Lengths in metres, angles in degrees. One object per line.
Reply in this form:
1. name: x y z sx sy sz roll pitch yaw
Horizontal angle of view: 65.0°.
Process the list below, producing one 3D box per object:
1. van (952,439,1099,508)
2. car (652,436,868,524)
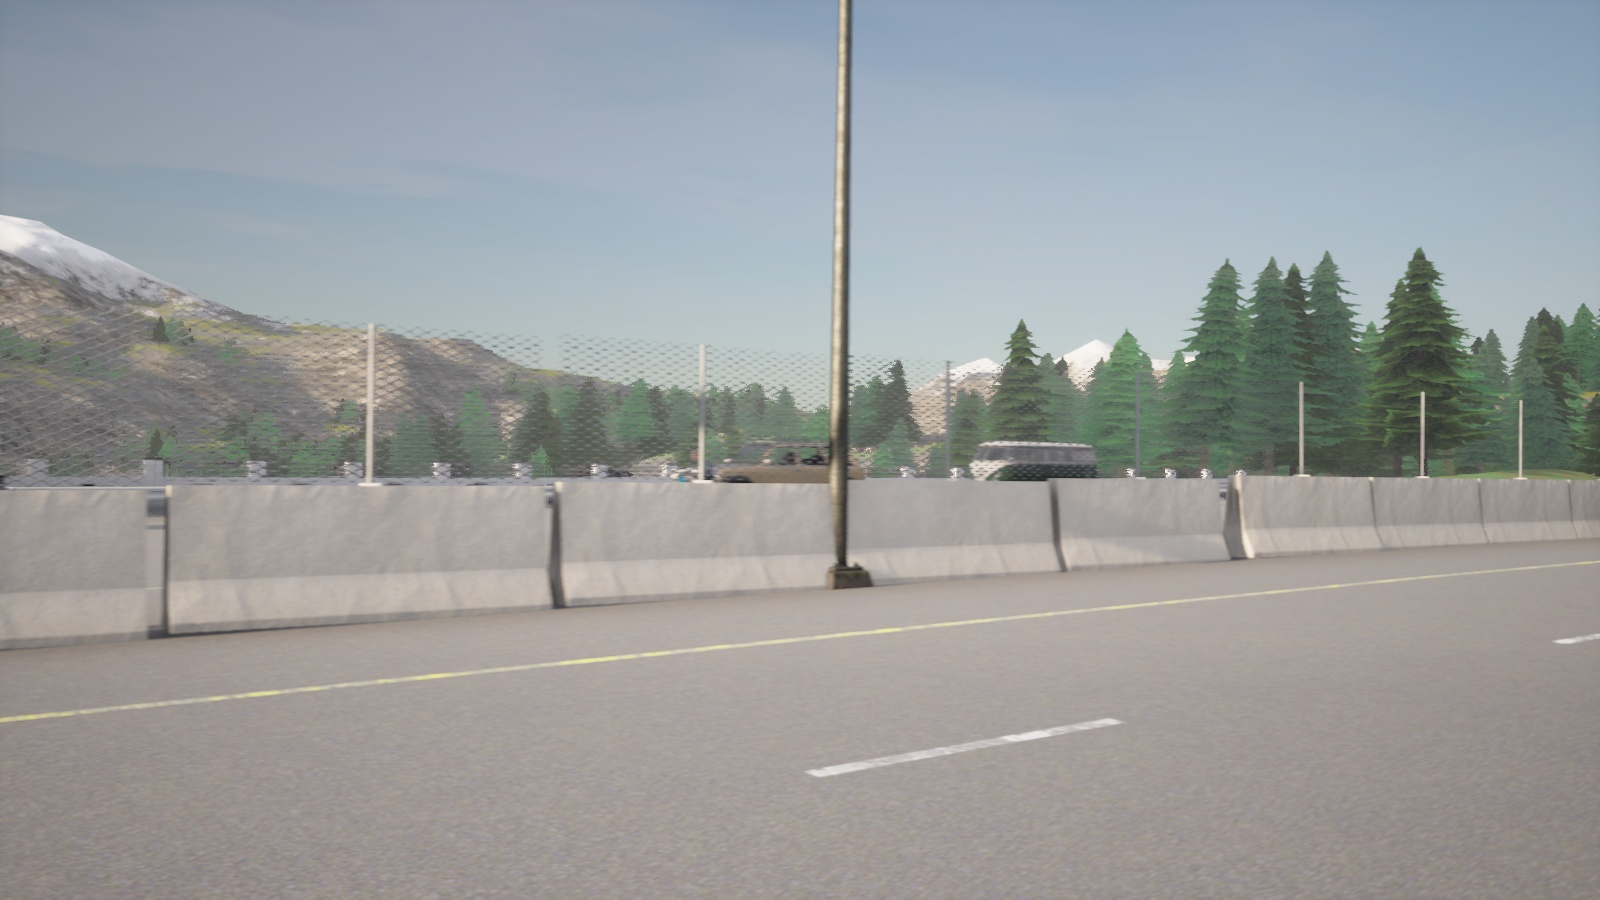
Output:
1. van: 6.915 0.699 38.322 4.442 1.987 1.775 1 -1 -35
2. car: -0.868 0.655 28.631 4.605 1.855 1.932 0 0 -35
